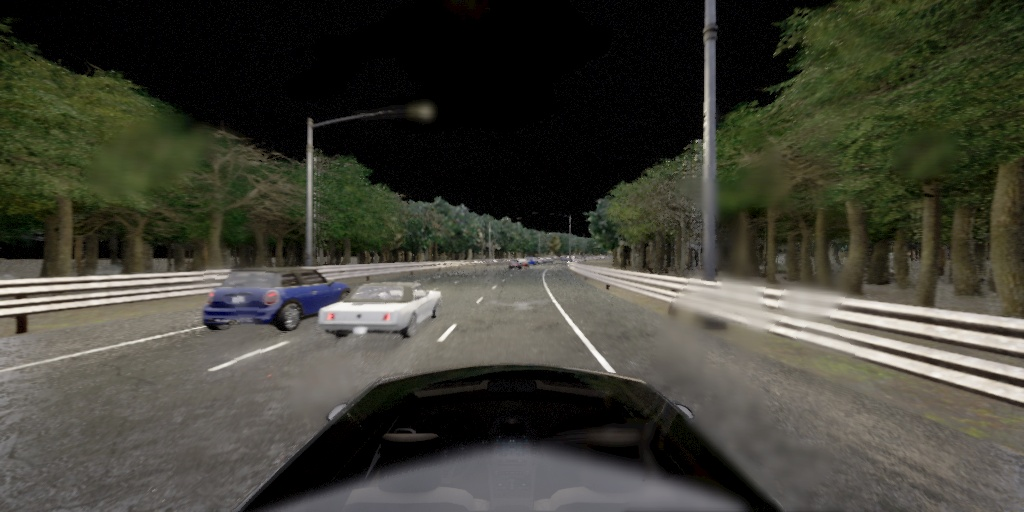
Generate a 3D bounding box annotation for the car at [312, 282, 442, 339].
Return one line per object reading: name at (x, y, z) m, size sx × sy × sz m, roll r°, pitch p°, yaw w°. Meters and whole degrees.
car at (-3.318, 1.383, 10.164) m, size 1.895 × 1.301 × 4.718 m, roll 0°, pitch 0°, yaw 1°

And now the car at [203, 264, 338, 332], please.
car at (-6.787, 1.118, 11.079) m, size 2.097 × 1.767 × 4.553 m, roll 0°, pitch 0°, yaw 1°

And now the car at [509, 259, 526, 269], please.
car at (0.641, 1.387, 60.617) m, size 2.033 × 1.649 × 4.856 m, roll 0°, pitch 0°, yaw 8°
